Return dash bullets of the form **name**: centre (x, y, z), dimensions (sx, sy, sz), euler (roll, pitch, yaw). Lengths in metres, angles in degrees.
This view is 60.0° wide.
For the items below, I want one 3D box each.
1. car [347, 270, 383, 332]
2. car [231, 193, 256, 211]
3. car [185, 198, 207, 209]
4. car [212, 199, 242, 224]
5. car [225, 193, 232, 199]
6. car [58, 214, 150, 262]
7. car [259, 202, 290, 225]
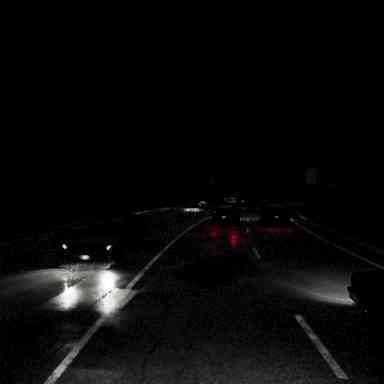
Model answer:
- **car**: centre (3.740, 1.556, 3.770), dimensions (2.033, 1.411, 5.357), euler (0, 0, 2)
- **car**: centre (6.857, 1.245, 42.346), dimensions (2.150, 2.045, 5.566), euler (0, 0, 17)
- **car**: centre (0.640, 1.546, 46.568), dimensions (2.033, 1.411, 5.357), euler (0, 0, 18)
- **car**: centre (2.581, 1.536, 24.952), dimensions (1.812, 1.442, 4.674), euler (0, 0, 10)
- **car**: centre (6.742, 1.242, 53.191), dimensions (2.150, 2.045, 5.566), euler (0, 0, 21)
- **car**: centre (-2.919, 1.542, 12.439), dimensions (2.033, 1.411, 5.357), euler (0, 0, 5)
- **car**: centre (6.016, 1.498, 24.326), dimensions (1.882, 1.535, 5.008), euler (0, 0, 10)
